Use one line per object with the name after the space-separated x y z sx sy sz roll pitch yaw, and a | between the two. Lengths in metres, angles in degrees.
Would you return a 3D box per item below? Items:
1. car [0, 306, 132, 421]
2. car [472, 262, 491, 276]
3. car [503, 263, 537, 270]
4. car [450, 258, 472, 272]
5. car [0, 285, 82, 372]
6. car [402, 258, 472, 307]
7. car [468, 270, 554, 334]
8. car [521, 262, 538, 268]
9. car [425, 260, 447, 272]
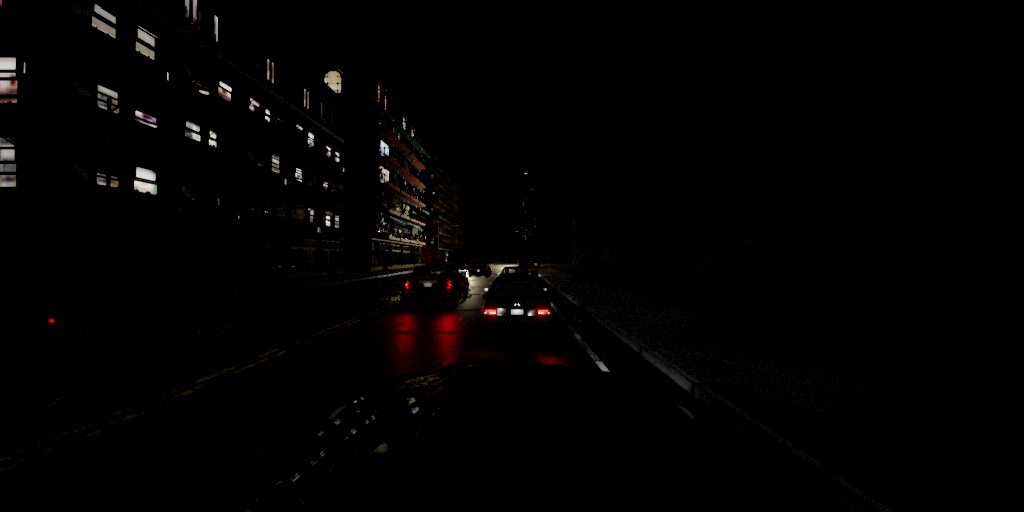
-6.598 1.351 3.056 1.895 1.301 4.718 0 0 0 | car
-3.107 1.319 35.289 1.994 1.385 4.181 0 0 0 | car
0.124 1.301 20.899 2.033 1.411 5.357 0 0 0 | car
-6.542 1.105 46.496 2.097 1.767 4.553 0 0 0 | car
-9.848 1.298 4.674 2.033 1.411 5.357 0 0 0 | car
-3.133 1.106 15.490 2.097 1.767 4.553 0 0 0 | car
0.113 1.299 10.538 2.033 1.411 5.357 0 0 0 | car
1.174 1.259 30.666 1.837 1.490 4.892 0 0 0 | car
-9.792 1.279 46.309 1.812 1.442 4.674 0 0 0 | car
